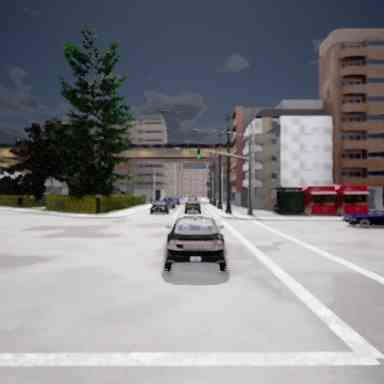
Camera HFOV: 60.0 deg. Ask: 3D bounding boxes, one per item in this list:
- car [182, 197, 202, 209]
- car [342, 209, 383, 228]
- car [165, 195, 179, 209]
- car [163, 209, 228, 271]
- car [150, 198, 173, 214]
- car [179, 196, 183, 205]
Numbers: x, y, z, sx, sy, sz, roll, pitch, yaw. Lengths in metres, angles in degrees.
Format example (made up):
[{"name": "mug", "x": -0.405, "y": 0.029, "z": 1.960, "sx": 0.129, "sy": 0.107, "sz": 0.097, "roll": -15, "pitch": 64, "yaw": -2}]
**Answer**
[{"name": "car", "x": 0.101, "y": 1.689, "z": 40.241, "sx": 1.837, "sy": 1.490, "sz": 4.892, "roll": 0, "pitch": 0, "yaw": 0}, {"name": "car", "x": 13.173, "y": 1.816, "z": 23.265, "sx": 4.718, "sy": 1.301, "sz": 1.895, "roll": 1, "pitch": 0, "yaw": 0}, {"name": "car", "x": -3.555, "y": 1.580, "z": 49.611, "sx": 2.097, "sy": 1.767, "sz": 4.553, "roll": 0, "pitch": 0, "yaw": 0}, {"name": "car", "x": 0.102, "y": 1.572, "z": 11.232, "sx": 2.128, "sy": 1.511, "sz": 4.902, "roll": 0, "pitch": 0, "yaw": 0}, {"name": "car", "x": -3.578, "y": 1.737, "z": 37.658, "sx": 1.994, "sy": 1.385, "sz": 4.181, "roll": 0, "pitch": 0, "yaw": 0}, {"name": "car", "x": -3.499, "y": 1.519, "z": 64.778, "sx": 2.150, "sy": 2.045, "sz": 5.566, "roll": 0, "pitch": 0, "yaw": 0}]
